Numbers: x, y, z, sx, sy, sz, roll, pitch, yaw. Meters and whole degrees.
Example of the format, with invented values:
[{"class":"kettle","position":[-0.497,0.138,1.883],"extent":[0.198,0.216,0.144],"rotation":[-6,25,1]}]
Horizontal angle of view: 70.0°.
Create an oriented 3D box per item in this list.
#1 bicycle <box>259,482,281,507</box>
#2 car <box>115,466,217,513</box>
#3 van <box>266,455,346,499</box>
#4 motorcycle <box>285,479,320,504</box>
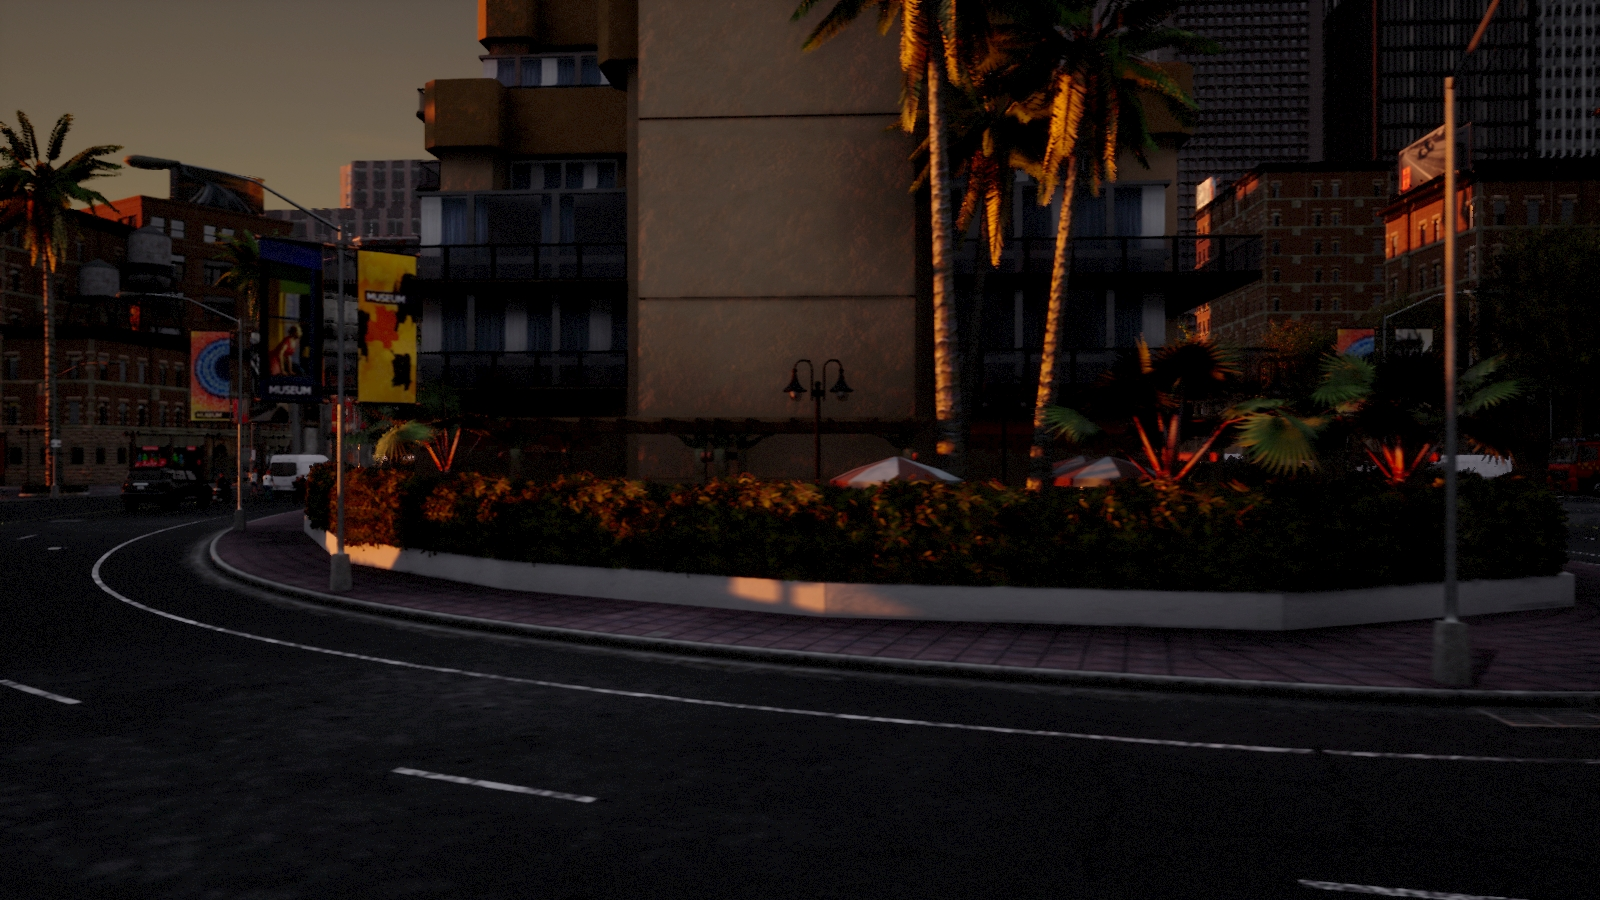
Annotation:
[{"class":"bicycle","position":[-26.680,2.231,57.482],"extent":[0.373,1.196,1.643],"rotation":[0,0,-1]},{"class":"car","position":[-30.037,1.802,54.341],"extent":[2.150,2.045,5.566],"rotation":[0,0,-5]},{"class":"van","position":[-29.833,1.565,69.192],"extent":[1.988,2.561,5.915],"rotation":[0,0,3]},{"class":"motorcycle","position":[-26.764,2.232,61.480],"extent":[0.867,1.251,2.209],"rotation":[0,0,1]}]
